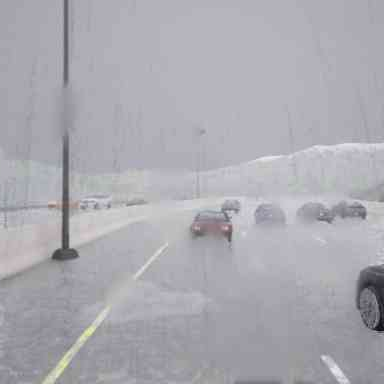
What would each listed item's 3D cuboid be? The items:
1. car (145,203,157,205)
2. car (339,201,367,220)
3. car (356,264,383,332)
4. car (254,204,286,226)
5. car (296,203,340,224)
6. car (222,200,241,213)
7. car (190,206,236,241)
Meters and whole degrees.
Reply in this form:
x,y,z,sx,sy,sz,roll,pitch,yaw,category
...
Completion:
x,y,z,sx,sy,sz,roll,pitch,yaw,category
-5.079,1.514,43.410,1.812,1.442,4.674,0,0,14,car
13.365,1.522,28.561,2.128,1.511,4.902,0,0,10,car
3.748,1.500,3.919,2.128,1.511,4.902,0,0,2,car
5.387,1.560,23.340,2.033,1.411,5.357,0,0,8,car
9.182,1.568,25.085,2.033,1.411,5.357,0,0,9,car
4.453,1.558,37.486,2.033,1.411,5.357,0,0,13,car
1.052,1.603,16.684,1.895,1.301,4.718,0,0,6,car
